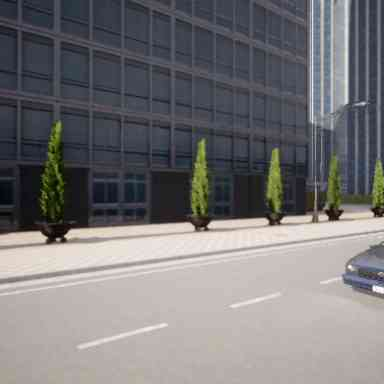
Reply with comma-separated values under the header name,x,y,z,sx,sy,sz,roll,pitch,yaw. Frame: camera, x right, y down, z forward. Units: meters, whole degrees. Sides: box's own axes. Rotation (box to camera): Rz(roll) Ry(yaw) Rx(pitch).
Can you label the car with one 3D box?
name,x,y,z,sx,sy,sz,roll,pitch,yaw
car,5.969,1.599,8.278,5.357,1.411,2.033,0,0,-36
